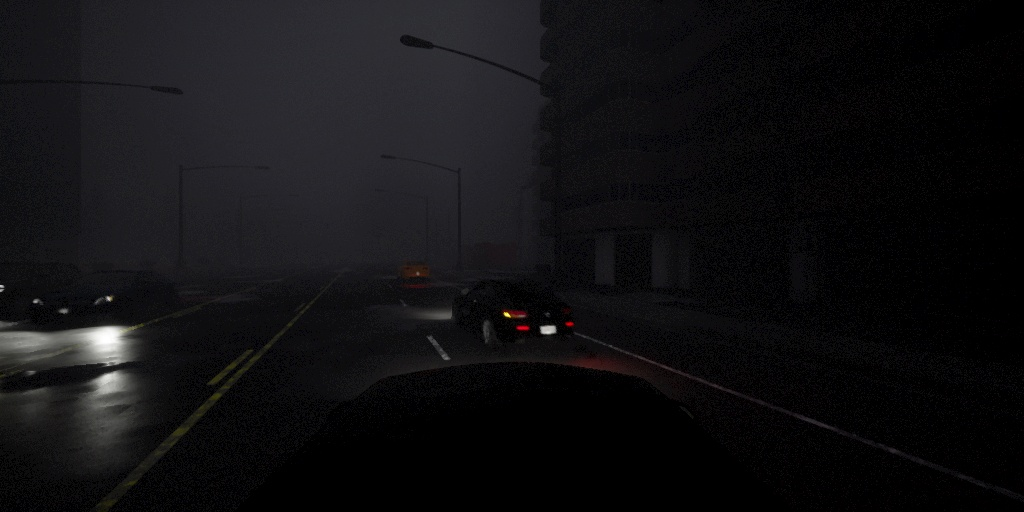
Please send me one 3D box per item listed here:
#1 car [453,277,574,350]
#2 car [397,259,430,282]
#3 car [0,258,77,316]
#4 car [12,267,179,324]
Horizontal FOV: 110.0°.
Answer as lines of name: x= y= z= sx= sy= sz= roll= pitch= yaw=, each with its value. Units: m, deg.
car: x=-0.175 y=1.248 z=9.106 sx=1.812 sy=1.442 sz=4.674 roll=0 pitch=1 yaw=-23
car: x=-7.190 y=0.981 z=26.007 sx=1.882 sy=1.535 sz=5.008 roll=0 pitch=1 yaw=-23
car: x=-16.773 y=0.961 z=12.054 sx=2.097 sy=1.767 sz=4.553 roll=0 pitch=1 yaw=-23
car: x=-12.846 y=1.160 z=11.720 sx=1.812 sy=1.442 sz=4.674 roll=0 pitch=1 yaw=-23
